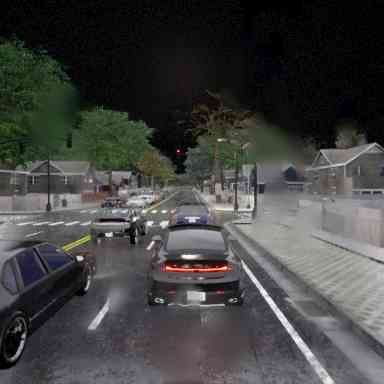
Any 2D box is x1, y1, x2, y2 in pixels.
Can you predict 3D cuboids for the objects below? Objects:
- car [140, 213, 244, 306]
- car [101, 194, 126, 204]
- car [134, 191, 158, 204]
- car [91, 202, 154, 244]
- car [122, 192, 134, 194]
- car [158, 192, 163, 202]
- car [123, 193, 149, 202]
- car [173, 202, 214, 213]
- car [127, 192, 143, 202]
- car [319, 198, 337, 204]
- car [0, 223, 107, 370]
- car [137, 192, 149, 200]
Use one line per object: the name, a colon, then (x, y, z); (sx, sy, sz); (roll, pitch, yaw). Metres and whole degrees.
car: (0.062, 1.490, 7.969); (1.837, 1.490, 4.892); (0, 0, 0)
car: (-10.089, 1.283, 42.090); (1.994, 1.385, 4.181); (0, 1, 0)
car: (-6.881, 0.853, 50.689); (2.150, 2.045, 5.566); (0, 1, 0)
car: (-3.236, 1.440, 15.378); (2.128, 1.511, 4.902); (0, 0, 0)
car: (-10.131, 0.983, 50.778); (2.097, 1.767, 4.553); (0, 1, 0)
car: (-6.920, 0.823, 60.578); (2.097, 1.767, 4.553); (0, 1, 0)
car: (-6.824, 1.255, 41.012); (1.812, 1.442, 4.674); (0, 1, 0)
car: (0.072, 1.290, 17.035); (2.097, 1.767, 4.553); (0, 0, 2)
car: (-10.168, 0.845, 59.479); (2.097, 1.767, 4.553); (0, 1, 0)
car: (12.416, 1.269, 30.835); (4.674, 1.442, 1.812); (0, 1, -3)
car: (-3.173, 1.539, 5.624); (2.033, 1.411, 5.357); (0, 0, 0)
car: (-10.152, 0.832, 69.151); (1.994, 1.385, 4.181); (0, 1, 0)
